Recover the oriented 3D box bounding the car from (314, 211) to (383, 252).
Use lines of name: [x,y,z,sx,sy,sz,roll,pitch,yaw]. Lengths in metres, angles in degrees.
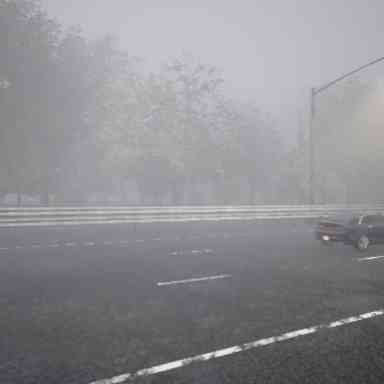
car: [7.421,1.591,14.242,4.892,1.490,1.837,1,0,-28]
